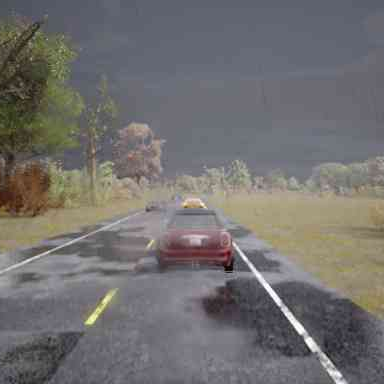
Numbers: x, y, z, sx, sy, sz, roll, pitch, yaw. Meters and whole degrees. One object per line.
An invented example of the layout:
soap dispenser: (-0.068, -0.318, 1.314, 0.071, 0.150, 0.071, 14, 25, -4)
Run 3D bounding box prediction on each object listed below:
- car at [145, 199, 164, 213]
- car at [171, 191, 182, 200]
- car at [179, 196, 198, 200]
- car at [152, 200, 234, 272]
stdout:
car: (-3.579, 1.412, 34.009, 1.994, 1.385, 4.181, 0, 0, 0)
car: (-3.468, 0.769, 74.537, 2.150, 2.045, 5.566, 0, 0, 0)
car: (0.108, 1.350, 28.633, 1.882, 1.535, 5.008, 0, 0, 0)
car: (0.095, 1.304, 10.774, 2.097, 1.767, 4.553, 0, 0, 0)
